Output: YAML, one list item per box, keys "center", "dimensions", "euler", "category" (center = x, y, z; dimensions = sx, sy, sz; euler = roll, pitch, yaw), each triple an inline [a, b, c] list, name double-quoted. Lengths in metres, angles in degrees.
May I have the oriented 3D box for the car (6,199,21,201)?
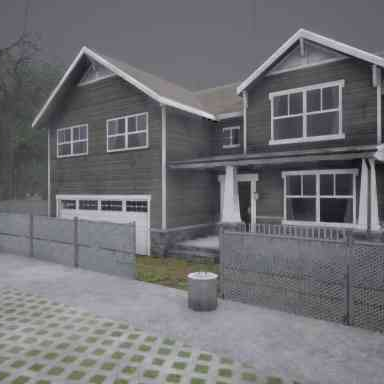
- center: [-17.277, 1.466, 31.800]
  dimensions: [4.902, 1.511, 2.128]
  euler: [0, 0, -32]
  category: "car"
